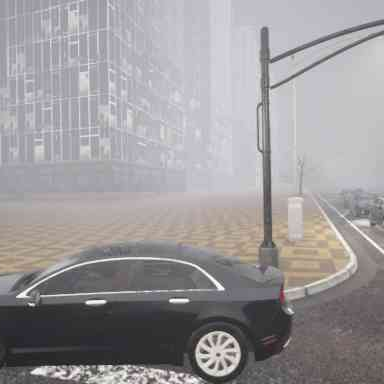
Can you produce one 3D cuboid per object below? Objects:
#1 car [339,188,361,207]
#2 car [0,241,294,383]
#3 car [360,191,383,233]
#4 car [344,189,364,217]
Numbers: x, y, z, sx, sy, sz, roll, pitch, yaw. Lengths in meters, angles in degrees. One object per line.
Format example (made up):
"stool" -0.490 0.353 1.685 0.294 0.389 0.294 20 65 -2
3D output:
"car" 13.025 0.454 26.784 2.128 1.511 4.902 -1 2 18
"car" -1.085 1.505 4.775 4.892 1.490 1.837 0 0 0
"car" 8.995 0.928 14.422 2.128 1.511 4.902 -1 2 18
"car" 11.037 0.759 20.718 1.994 1.385 4.181 -1 2 17
